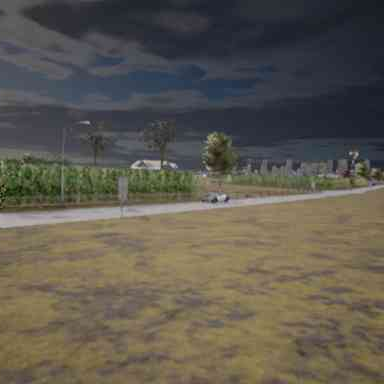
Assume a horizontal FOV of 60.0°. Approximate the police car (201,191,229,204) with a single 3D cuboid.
[{"bbox_3d":[3.122,0.707,45.352,2.038,1.542,4.974,4,3,36],"label":"police car"}]
